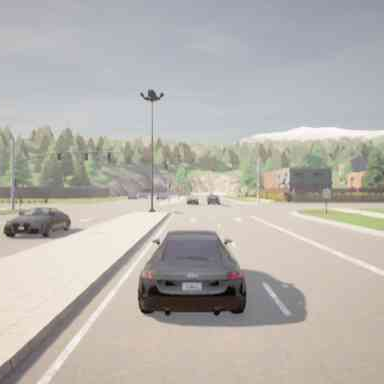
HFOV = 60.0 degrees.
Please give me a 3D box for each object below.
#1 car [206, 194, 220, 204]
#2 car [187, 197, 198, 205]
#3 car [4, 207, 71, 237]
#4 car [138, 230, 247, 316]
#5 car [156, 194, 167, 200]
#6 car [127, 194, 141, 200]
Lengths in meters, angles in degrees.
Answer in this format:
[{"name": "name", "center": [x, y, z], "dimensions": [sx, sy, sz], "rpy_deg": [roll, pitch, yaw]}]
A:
[{"name": "car", "center": [3.628, 1.211, 57.885], "dimensions": [2.097, 1.767, 4.553], "rpy_deg": [0, 0, 0]}, {"name": "car", "center": [0.128, 1.463, 56.813], "dimensions": [1.895, 1.301, 4.718], "rpy_deg": [0, 0, 0]}, {"name": "car", "center": [-8.013, 1.521, 17.624], "dimensions": [1.994, 1.385, 4.181], "rpy_deg": [0, 0, 1]}, {"name": "car", "center": [0.003, 1.545, 7.579], "dimensions": [1.994, 1.385, 4.181], "rpy_deg": [0, 0, 0]}, {"name": "car", "center": [-7.959, 1.323, 83.023], "dimensions": [1.812, 1.442, 4.674], "rpy_deg": [0, 0, 0]}, {"name": "car", "center": [-14.959, 1.337, 83.505], "dimensions": [2.033, 1.411, 5.357], "rpy_deg": [0, 0, 0]}]
